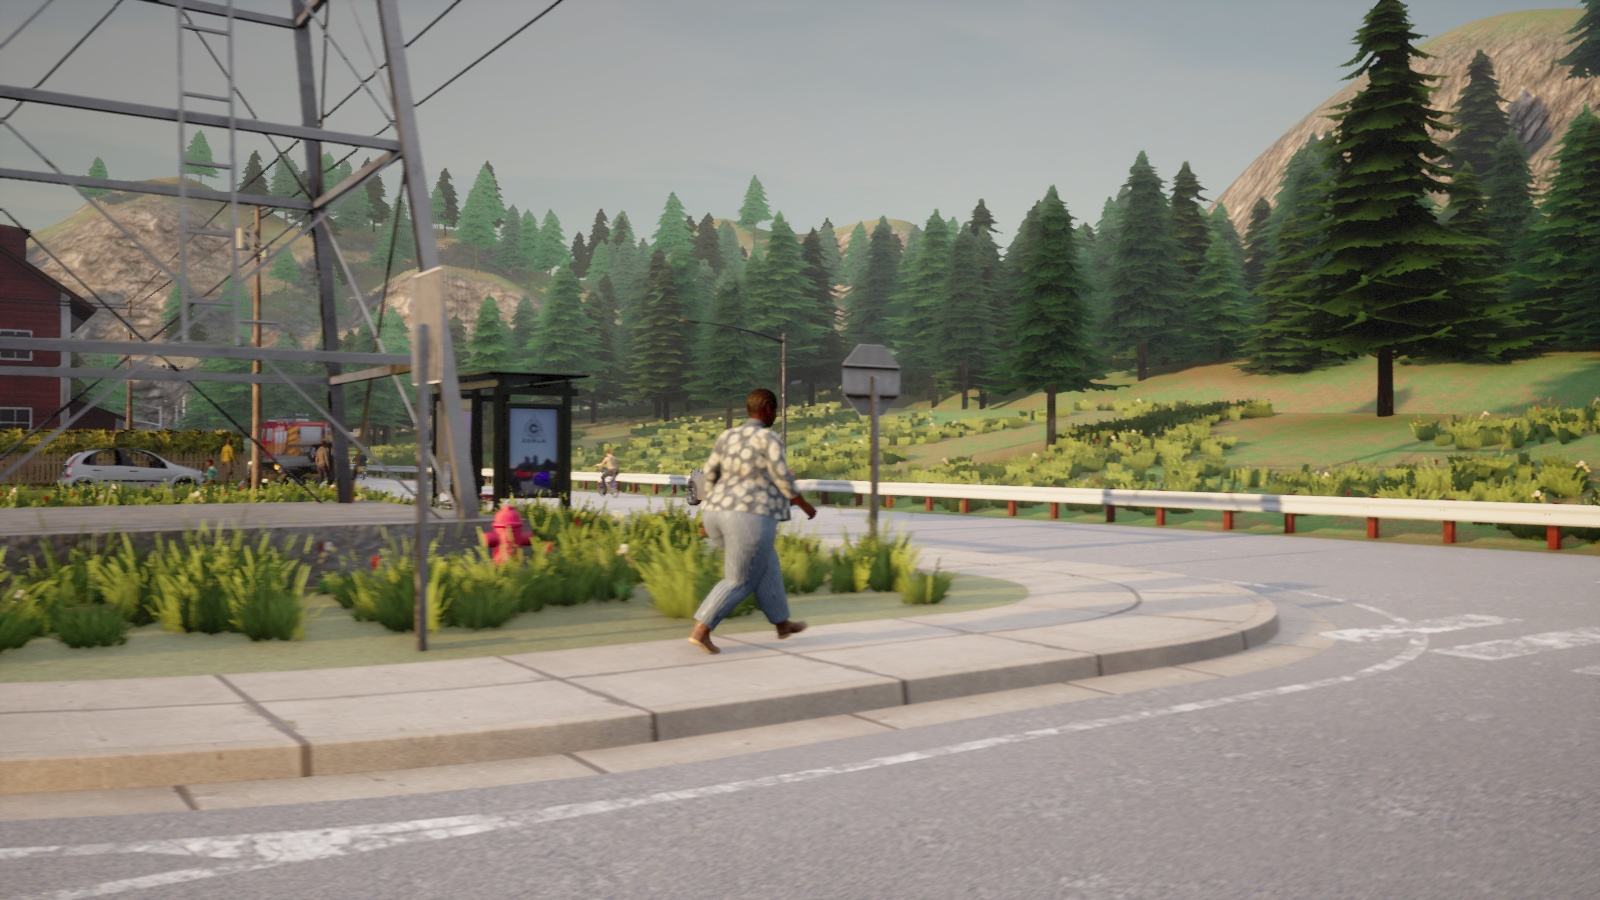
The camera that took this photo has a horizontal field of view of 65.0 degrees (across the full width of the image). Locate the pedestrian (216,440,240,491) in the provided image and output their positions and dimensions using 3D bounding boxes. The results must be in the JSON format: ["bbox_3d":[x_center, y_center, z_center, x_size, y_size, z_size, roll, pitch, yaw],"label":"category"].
[{"bbox_3d":[-20.937,0.554,45.964,0.370,1.835,0.726,0,0,37],"label":"pedestrian"}]

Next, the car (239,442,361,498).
[{"bbox_3d":[-17.770,0.685,44.817,1.905,1.878,3.866,0,0,22],"label":"car"}]

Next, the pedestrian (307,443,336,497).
[{"bbox_3d":[-16.013,0.664,42.029,0.328,1.805,0.869,0,0,33],"label":"pedestrian"}]

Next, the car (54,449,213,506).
[{"bbox_3d":[-19.983,0.776,37.694,3.988,1.617,1.851,0,0,-36],"label":"car"}]

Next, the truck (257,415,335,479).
[{"bbox_3d":[-31.899,-0.163,79.224,2.891,3.827,8.468,0,0,-34],"label":"truck"}]

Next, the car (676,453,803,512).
[{"bbox_3d":[-1.697,0.841,34.159,1.845,1.501,3.633,0,0,-34],"label":"car"}]

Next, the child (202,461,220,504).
[{"bbox_3d":[-16.569,0.900,35.323,0.448,1.192,0.343,0,0,-30],"label":"child"}]

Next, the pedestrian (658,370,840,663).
[{"bbox_3d":[-0.354,0.421,8.548,0.900,1.855,0.874,0,0,-36],"label":"pedestrian"}]

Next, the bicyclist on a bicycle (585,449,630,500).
[{"bbox_3d":[-6.290,0.790,41.023,0.866,1.612,1.509,0,-1,-34],"label":"bicyclist on a bicycle"}]
